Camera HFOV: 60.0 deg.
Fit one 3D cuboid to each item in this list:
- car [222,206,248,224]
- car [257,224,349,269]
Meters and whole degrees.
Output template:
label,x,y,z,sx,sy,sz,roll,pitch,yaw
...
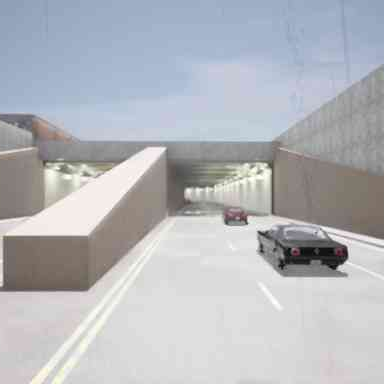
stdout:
label,x,y,z,sx,sy,sz,roll,pitch,yaw
car,3.558,1.896,27.974,1.812,1.442,4.674,0,0,0
car,3.543,1.756,11.679,1.895,1.301,4.718,0,-1,1
